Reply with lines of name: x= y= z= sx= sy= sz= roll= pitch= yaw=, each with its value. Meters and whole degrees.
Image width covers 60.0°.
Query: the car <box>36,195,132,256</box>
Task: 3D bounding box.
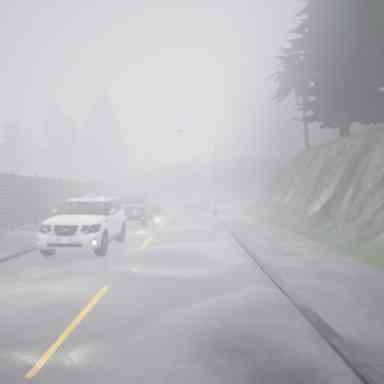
car: x=-4.090 y=1.213 z=13.370 sx=2.150 sy=2.045 sz=5.566 roll=0 pitch=0 yaw=0

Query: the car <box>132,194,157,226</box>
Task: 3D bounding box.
car: x=-4.074 y=1.207 z=23.781 sx=2.150 sy=2.045 sz=5.566 roll=0 pitch=0 yaw=0

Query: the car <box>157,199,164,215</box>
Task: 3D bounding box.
car: x=-4.042 y=1.456 z=34.306 sx=1.882 sy=1.535 sz=5.008 roll=0 pitch=0 yaw=0

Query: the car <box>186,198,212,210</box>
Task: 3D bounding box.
car: x=0.848 y=1.501 z=42.340 sx=1.812 sy=1.442 sz=4.674 roll=0 pitch=0 yaw=26
